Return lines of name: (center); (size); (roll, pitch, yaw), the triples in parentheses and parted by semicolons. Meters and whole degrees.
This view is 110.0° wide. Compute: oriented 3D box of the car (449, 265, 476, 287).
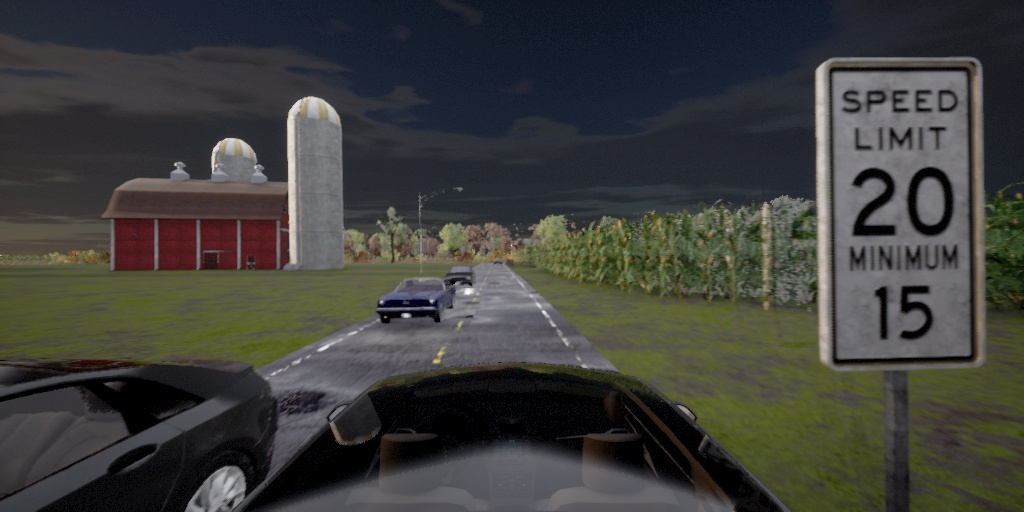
car: (-3.555, 1.375, 25.597); (2.033, 1.411, 5.357); (-1, 0, -2)

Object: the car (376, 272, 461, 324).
car: (-3.107, 1.412, 12.523); (1.895, 1.301, 4.718); (-1, 0, -2)

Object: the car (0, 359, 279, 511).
car: (-2.866, 1.305, 0.977); (1.837, 1.490, 4.892); (-1, -1, 1)
